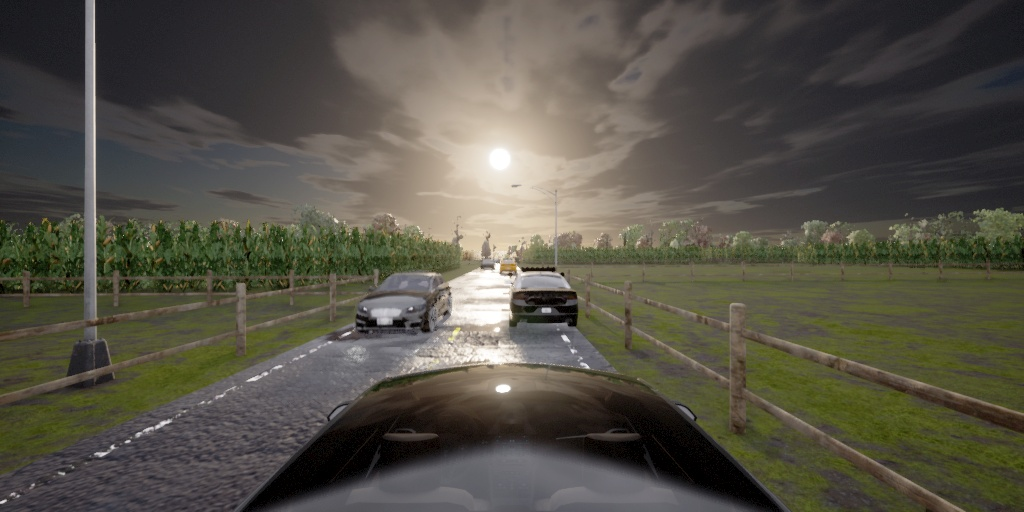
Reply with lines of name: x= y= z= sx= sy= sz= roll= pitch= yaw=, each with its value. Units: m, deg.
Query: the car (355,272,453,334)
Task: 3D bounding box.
car: x=-2.964 y=1.239 z=10.718 sx=2.128 sy=1.511 sz=4.902 roll=0 pitch=0 yaw=-1

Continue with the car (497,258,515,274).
car: x=-0.428 y=1.204 z=41.840 sx=1.882 sy=1.535 sz=5.008 roll=0 pitch=0 yaw=0

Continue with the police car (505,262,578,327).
police car: x=0.837 y=1.173 z=11.656 sx=1.930 sy=1.638 sz=5.238 roll=0 pitch=0 yaw=-1

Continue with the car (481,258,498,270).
car: x=-3.482 y=1.188 z=51.901 sx=1.882 sy=1.535 sz=5.008 roll=0 pitch=0 yaw=-1
